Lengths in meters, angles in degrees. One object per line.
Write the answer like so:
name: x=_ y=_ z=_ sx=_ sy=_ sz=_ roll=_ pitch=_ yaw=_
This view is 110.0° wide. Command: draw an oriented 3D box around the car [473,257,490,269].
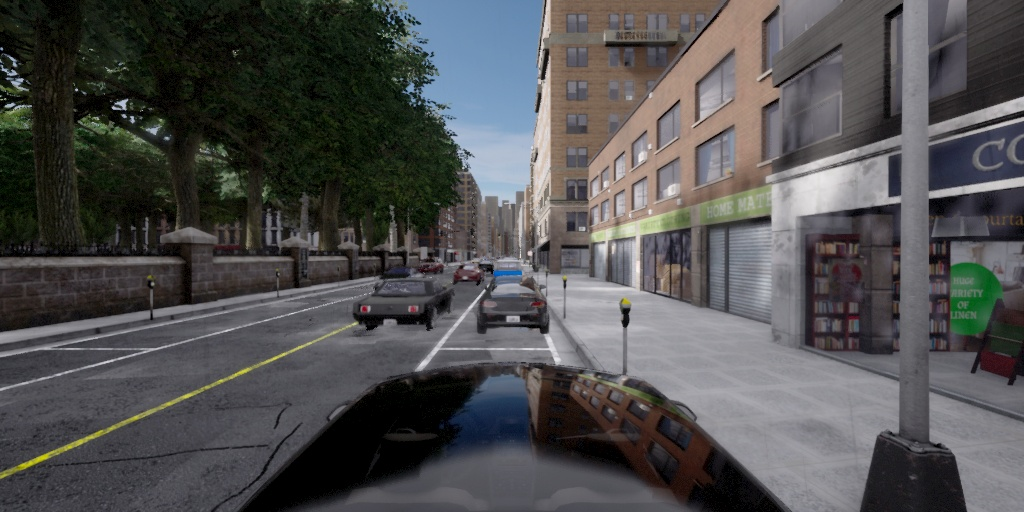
car: x=-2.915 y=1.200 z=40.209 sx=1.882 sy=1.535 sz=5.008 roll=0 pitch=0 yaw=0

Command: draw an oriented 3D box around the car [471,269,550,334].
car: x=0.037 y=1.273 z=10.492 sx=1.812 sy=1.442 sz=4.674 roll=0 pitch=0 yaw=0

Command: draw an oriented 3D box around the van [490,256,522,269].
van: x=-0.218 y=1.082 z=21.843 sx=1.690 sy=1.789 sz=3.998 roll=0 pitch=0 yaw=0

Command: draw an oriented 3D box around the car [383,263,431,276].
car: x=-6.179 y=1.306 z=20.267 sx=1.994 sy=1.385 sz=4.181 roll=0 pitch=0 yaw=0

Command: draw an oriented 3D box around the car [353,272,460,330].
car: x=-3.010 y=1.348 z=11.120 sx=1.895 sy=1.301 sz=4.718 roll=0 pitch=0 yaw=0

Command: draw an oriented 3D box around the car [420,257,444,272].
car: x=-8.687 y=1.039 z=38.812 sx=2.192 sy=1.841 sz=5.009 roll=0 pitch=0 yaw=0

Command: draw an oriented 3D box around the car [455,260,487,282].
car: x=-3.062 y=1.264 z=25.812 sx=1.812 sy=1.442 sz=4.674 roll=0 pitch=0 yaw=0
